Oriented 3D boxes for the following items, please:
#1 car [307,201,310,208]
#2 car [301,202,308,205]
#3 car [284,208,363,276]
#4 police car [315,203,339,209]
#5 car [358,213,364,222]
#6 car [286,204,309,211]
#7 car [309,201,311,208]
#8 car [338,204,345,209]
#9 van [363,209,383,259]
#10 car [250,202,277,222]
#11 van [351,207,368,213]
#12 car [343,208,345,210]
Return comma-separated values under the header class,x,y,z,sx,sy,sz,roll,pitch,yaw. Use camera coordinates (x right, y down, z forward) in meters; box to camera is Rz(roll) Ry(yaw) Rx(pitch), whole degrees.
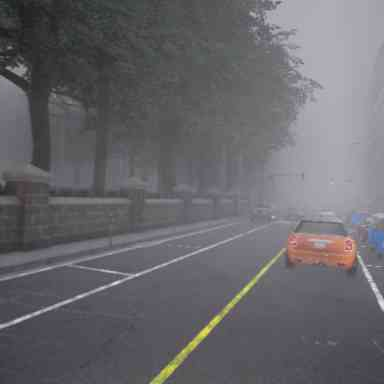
class,x,y,z,sx,sy,sz,roll,pitch,yaw
car,26.038,3.392,78.477,2.008,1.369,4.403,2,-1,23
car,23.884,3.227,73.289,1.752,1.417,4.829,2,-1,23
car,4.696,1.676,12.042,2.097,1.767,4.553,2,0,23
police car,15.666,2.466,38.723,1.930,1.638,5.238,2,-1,23
car,10.736,2.193,19.421,1.887,1.381,4.507,2,-1,23
car,11.176,2.354,35.884,1.812,1.442,4.674,2,-1,23
car,28.128,3.521,83.510,1.887,1.381,4.507,2,-1,23
car,38.101,3.846,85.303,1.967,1.590,4.097,2,-1,23
van,8.573,1.846,14.197,1.690,1.788,3.998,2,-1,23
car,7.205,1.953,33.113,2.192,1.841,5.009,2,-1,23
van,15.085,2.272,29.875,1.690,1.788,3.998,2,-1,23
car,17.247,2.637,35.098,1.947,1.339,4.313,2,-1,23
